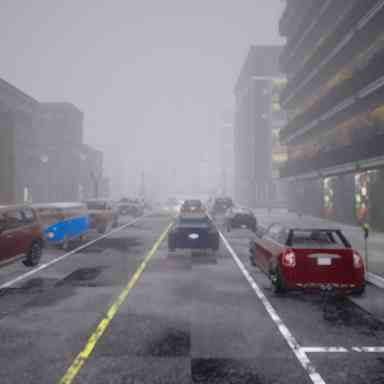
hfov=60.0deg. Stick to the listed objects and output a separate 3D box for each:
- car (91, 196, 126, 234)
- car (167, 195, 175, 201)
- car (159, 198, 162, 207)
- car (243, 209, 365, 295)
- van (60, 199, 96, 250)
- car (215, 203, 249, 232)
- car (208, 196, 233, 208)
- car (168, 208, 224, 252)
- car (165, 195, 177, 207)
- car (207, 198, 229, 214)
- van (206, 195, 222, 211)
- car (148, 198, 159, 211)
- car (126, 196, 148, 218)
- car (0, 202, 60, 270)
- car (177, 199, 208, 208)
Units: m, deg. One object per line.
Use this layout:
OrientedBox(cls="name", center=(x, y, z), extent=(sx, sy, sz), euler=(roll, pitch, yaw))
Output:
OrientedBox(cls="car", center=(-5.667, 1.323, 19.569), extent=(2.192, 1.841, 5.009), euler=(1, 0, 0))
OrientedBox(cls="car", center=(-5.732, 1.568, 89.968), extent=(1.887, 1.381, 4.507), euler=(1, 0, 0))
OrientedBox(cls="car", center=(-5.665, 1.567, 52.012), extent=(2.008, 1.369, 4.403), euler=(1, 0, 0))
OrientedBox(cls="car", center=(2.708, 1.444, 8.746), extent=(1.967, 1.590, 4.097), euler=(1, 0, 0))
OrientedBox(cls="van", center=(-5.669, 1.347, 14.162), extent=(1.690, 1.788, 3.998), euler=(1, 0, 0))
OrientedBox(cls="car", center=(2.709, 1.558, 19.560), extent=(2.008, 1.369, 4.403), euler=(1, 0, 0))
OrientedBox(cls="car", center=(2.715, 1.326, 30.374), extent=(2.192, 1.841, 5.009), euler=(1, 0, 0))
OrientedBox(cls="car", center=(0.072, 1.569, 14.022), extent=(1.994, 1.385, 4.181), euler=(0, 0, 0))
OrientedBox(cls="car", center=(-3.059, 1.522, 51.125), extent=(1.837, 1.490, 4.892), euler=(0, 0, 0))
OrientedBox(cls="car", center=(2.714, 1.452, 35.781), extent=(1.967, 1.590, 4.097), euler=(1, 0, 0))
OrientedBox(cls="van", center=(2.717, 1.354, 41.188), extent=(1.690, 1.788, 3.998), euler=(1, 0, 0))
OrientedBox(cls="car", center=(-5.664, 1.454, 41.198), extent=(1.967, 1.590, 4.097), euler=(1, 0, 0))
OrientedBox(cls="car", center=(-5.664, 1.326, 30.383), extent=(2.192, 1.841, 5.009), euler=(1, 0, 0))
OrientedBox(cls="car", center=(-5.669, 1.319, 8.755), extent=(2.192, 1.841, 5.009), euler=(1, 0, 0))
OrientedBox(cls="car", center=(0.072, 1.361, 28.559), extent=(2.097, 1.767, 4.553), euler=(0, 0, 0))
